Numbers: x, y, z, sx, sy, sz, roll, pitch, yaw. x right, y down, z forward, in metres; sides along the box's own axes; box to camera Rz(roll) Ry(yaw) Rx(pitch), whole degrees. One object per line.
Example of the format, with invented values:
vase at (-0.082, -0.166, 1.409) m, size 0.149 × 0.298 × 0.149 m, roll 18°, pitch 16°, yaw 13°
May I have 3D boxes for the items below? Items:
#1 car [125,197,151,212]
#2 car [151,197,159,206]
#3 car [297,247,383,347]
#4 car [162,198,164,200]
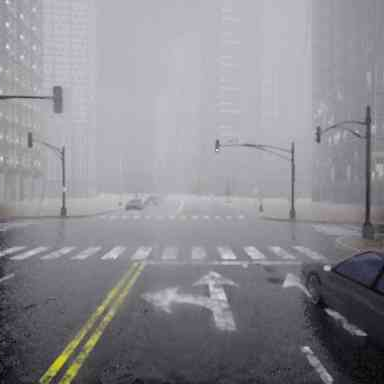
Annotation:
car at (-6.588, 1.544, 39.498) m, size 2.033 × 1.411 × 5.357 m, roll 0°, pitch 0°, yaw 0°
car at (-6.555, 1.502, 55.497) m, size 1.812 × 1.442 × 4.674 m, roll 0°, pitch 0°, yaw 0°
car at (3.377, 1.550, 4.900) m, size 2.033 × 1.411 × 5.357 m, roll 0°, pitch 0°, yaw -4°
car at (-6.766, 1.480, 70.917) m, size 2.033 × 1.411 × 5.357 m, roll 0°, pitch 0°, yaw -2°
